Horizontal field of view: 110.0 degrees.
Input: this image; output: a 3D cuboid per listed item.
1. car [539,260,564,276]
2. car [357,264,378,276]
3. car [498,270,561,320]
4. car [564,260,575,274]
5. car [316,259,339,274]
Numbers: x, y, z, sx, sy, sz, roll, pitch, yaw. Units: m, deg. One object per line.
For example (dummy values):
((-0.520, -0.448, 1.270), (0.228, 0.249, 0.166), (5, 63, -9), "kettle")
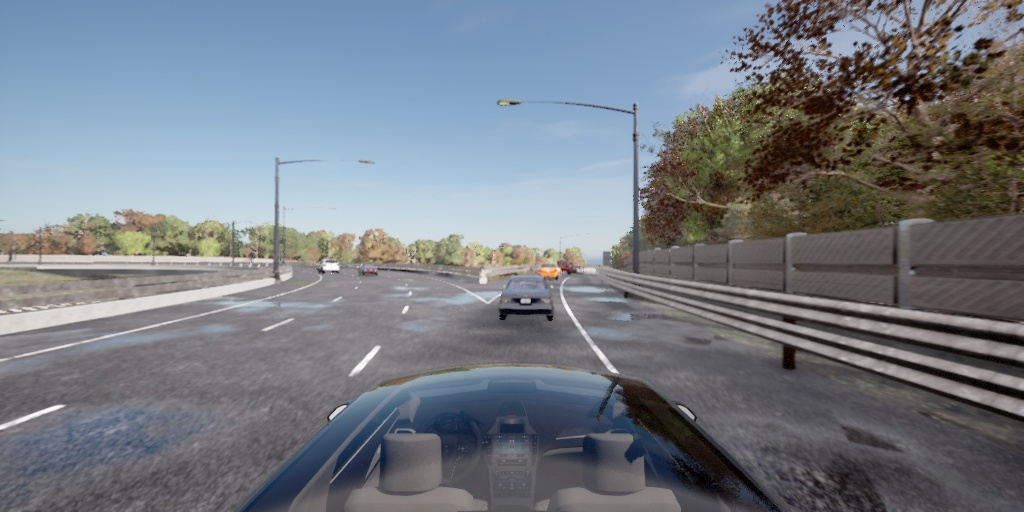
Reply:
((4.050, 1.526, 37.981), (2.097, 1.767, 4.553), (0, -1, 12), "car")
((-18.485, 1.755, 45.883), (2.033, 1.411, 5.357), (1, -1, -31), "car")
((0.579, 1.432, 13.350), (2.033, 1.411, 5.357), (0, -1, 4), "car")
((7.639, 1.666, 53.068), (2.150, 2.045, 5.566), (0, -2, 14), "car")
((-26.698, 1.480, 52.076), (2.150, 2.045, 5.566), (1, -1, -36), "car")
